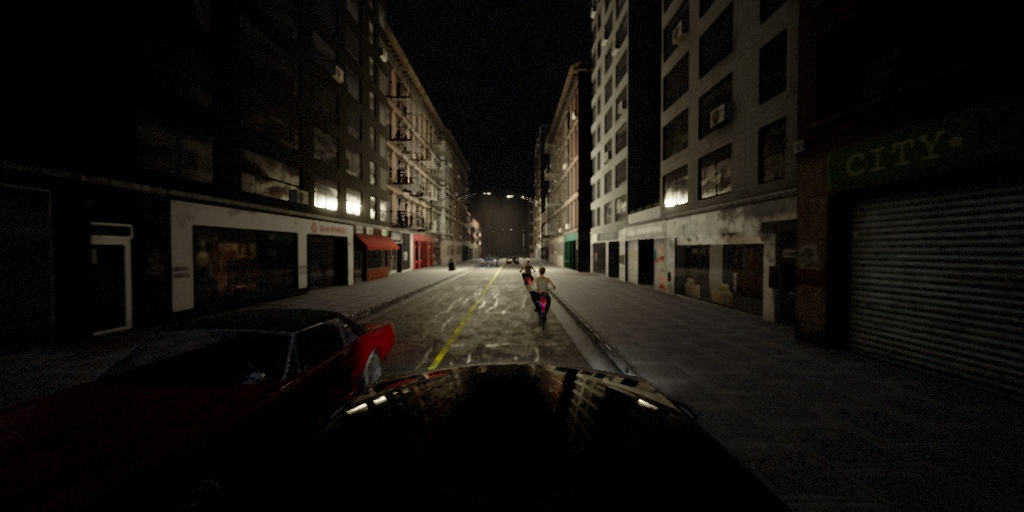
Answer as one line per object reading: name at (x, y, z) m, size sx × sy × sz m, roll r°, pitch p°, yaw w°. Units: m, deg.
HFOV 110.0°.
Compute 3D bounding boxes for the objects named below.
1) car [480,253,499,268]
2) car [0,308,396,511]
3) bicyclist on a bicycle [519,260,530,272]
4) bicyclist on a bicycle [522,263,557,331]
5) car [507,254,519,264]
car at (-2.811, 0.516, 45.393) m, size 2.097 × 1.767 × 4.553 m, roll 0°, pitch 1°, yaw 0°
car at (-2.851, 1.323, 3.686) m, size 1.895 × 1.301 × 4.718 m, roll 0°, pitch 1°, yaw 0°
bicyclist on a bicycle at (0.770, 0.970, 17.366) m, size 0.866 × 1.612 × 1.509 m, roll 0°, pitch 1°, yaw 0°
bicyclist on a bicycle at (0.787, 1.078, 9.530) m, size 0.866 × 1.612 × 1.509 m, roll 0°, pitch 1°, yaw 0°
car at (0.124, 0.637, 55.488) m, size 1.895 × 1.301 × 4.718 m, roll 0°, pitch 1°, yaw 0°
